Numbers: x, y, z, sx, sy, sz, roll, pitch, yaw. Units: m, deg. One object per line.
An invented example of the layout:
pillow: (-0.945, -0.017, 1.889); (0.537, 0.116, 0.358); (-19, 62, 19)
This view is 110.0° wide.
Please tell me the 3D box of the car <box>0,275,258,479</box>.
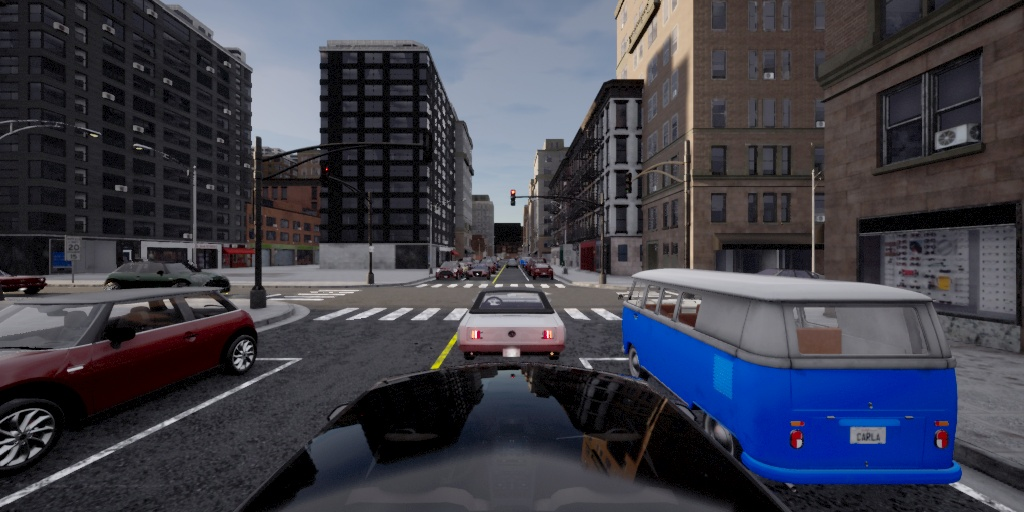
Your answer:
car: (-5.388, 1.190, 4.498); (1.967, 1.591, 4.097); (0, 0, 0)

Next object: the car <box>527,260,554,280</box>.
car: (2.607, 1.294, 31.386); (1.888, 1.381, 4.507); (0, 0, 0)

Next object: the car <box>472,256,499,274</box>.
car: (-2.874, 1.100, 40.173); (2.097, 1.767, 4.553); (0, 0, 0)

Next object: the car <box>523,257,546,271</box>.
car: (2.601, 1.063, 36.796); (2.192, 1.841, 5.009); (0, 0, 0)

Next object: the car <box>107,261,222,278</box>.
car: (-15.881, 1.023, 16.715); (4.553, 1.767, 2.097); (0, 0, 0)

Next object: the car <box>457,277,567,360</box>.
car: (-0.005, 1.351, 8.292); (1.895, 1.301, 4.718); (0, 0, 0)

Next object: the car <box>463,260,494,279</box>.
car: (-2.882, 1.313, 31.553); (1.994, 1.385, 4.181); (0, 0, -1)

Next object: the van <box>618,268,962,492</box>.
van: (2.637, 1.091, 4.506); (1.690, 1.789, 3.998); (0, 0, 0)

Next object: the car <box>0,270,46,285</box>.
car: (-24.983, 1.220, 16.701); (4.718, 1.301, 1.895); (0, 0, 0)

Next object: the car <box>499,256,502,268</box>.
car: (-2.887, 1.099, 49.048); (2.097, 1.767, 4.553); (0, 0, 0)

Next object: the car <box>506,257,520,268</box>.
car: (0.040, 1.307, 60.071); (1.994, 1.385, 4.181); (0, 0, 0)

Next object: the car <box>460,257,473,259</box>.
car: (-5.430, 1.063, 42.196); (2.192, 1.841, 5.009); (0, 0, 0)

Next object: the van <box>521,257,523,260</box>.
van: (2.583, 1.086, 53.025); (1.690, 1.789, 3.998); (0, 0, 0)

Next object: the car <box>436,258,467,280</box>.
car: (-5.418, 1.188, 31.377); (1.967, 1.591, 4.097); (0, 0, 0)

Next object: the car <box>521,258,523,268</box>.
car: (2.589, 1.292, 47.615); (1.888, 1.381, 4.507); (0, 0, 0)

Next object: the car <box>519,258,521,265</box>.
car: (2.577, 1.309, 58.434); (1.948, 1.339, 4.313); (0, 0, 0)
